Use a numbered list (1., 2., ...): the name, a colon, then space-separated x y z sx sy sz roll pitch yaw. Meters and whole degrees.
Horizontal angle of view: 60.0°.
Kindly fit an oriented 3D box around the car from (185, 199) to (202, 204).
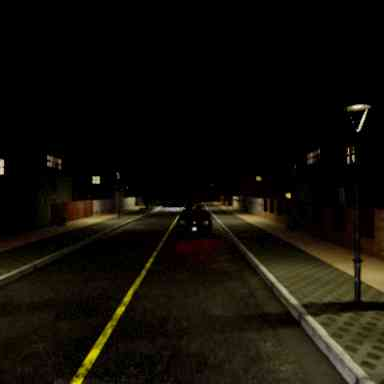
1. car: 0.183 1.607 39.735 1.812 1.442 4.674 0 0 0

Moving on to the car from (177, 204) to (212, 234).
1. car: 0.135 1.629 19.453 1.895 1.301 4.718 0 0 0

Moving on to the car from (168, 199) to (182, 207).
1. car: -2.640 1.727 52.179 1.895 1.301 4.718 0 0 0
